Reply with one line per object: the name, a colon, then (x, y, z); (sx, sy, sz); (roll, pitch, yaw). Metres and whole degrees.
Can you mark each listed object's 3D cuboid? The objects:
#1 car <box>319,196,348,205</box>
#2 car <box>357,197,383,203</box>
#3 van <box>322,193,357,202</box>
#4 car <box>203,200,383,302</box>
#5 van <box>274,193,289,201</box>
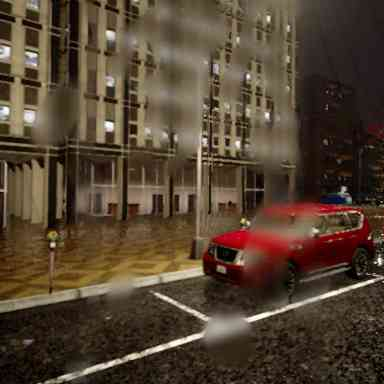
car: (23.603, 1.438, 55.594); (1.802, 1.307, 4.206); (1, -1, -36)
car: (26.884, 1.438, 51.017); (1.947, 1.339, 4.313); (1, -1, -36)
van: (20.077, 1.080, 46.137); (1.690, 1.788, 3.998); (1, -1, -36)
car: (2.673, 1.297, 8.445); (5.009, 1.841, 2.192); (0, 1, -35)
van: (17.046, 1.166, 64.749); (1.690, 1.788, 3.998); (1, -1, -36)
